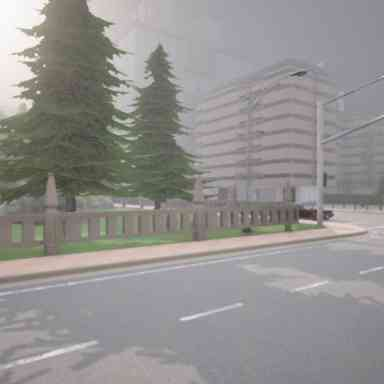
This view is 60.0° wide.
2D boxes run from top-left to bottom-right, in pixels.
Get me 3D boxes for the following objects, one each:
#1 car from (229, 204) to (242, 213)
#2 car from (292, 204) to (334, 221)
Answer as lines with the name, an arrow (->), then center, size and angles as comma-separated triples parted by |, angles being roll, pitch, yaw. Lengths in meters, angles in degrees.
car -> 4.094, 1.726, 36.948 | 1.895, 1.301, 4.718 | 0, 0, -35
car -> 9.788, 1.726, 28.841 | 1.895, 1.301, 4.718 | 0, 0, -34
